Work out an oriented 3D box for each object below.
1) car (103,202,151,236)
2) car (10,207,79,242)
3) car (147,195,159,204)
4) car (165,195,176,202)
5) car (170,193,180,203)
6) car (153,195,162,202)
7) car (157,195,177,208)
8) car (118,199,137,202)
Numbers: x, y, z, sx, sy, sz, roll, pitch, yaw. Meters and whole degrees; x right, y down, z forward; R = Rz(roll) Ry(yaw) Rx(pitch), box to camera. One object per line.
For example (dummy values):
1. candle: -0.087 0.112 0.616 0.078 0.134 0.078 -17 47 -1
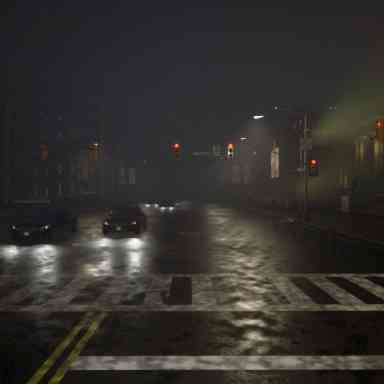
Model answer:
1. car: -3.603 1.525 18.643 1.812 1.442 4.674 0 0 0
2. car: -7.113 1.525 16.614 1.812 1.442 4.674 0 0 0
3. car: -7.164 1.601 61.479 1.895 1.301 4.718 0 0 0
4. car: -5.031 1.524 78.222 1.812 1.442 4.674 0 0 -14
5. car: -3.656 1.224 67.791 2.150 2.045 5.566 0 0 1
6. car: -7.624 1.500 73.858 1.837 1.490 4.892 0 0 -7
7. car: -3.646 1.564 49.260 1.994 1.385 4.181 0 0 0
8. car: -7.970 1.547 40.580 2.033 1.411 5.357 0 0 12
